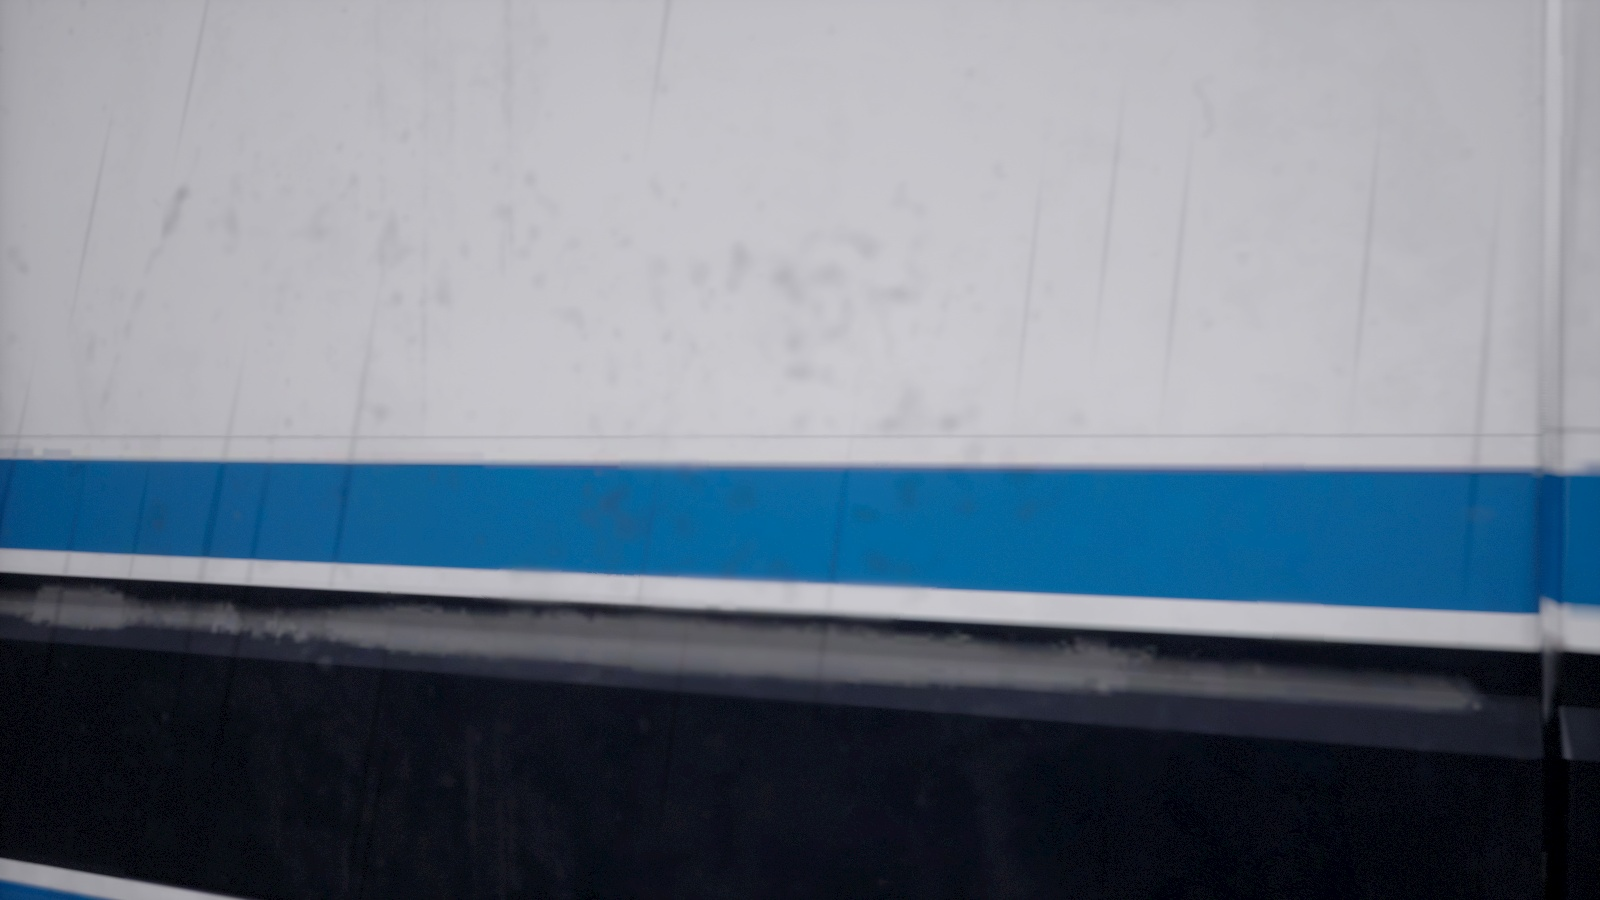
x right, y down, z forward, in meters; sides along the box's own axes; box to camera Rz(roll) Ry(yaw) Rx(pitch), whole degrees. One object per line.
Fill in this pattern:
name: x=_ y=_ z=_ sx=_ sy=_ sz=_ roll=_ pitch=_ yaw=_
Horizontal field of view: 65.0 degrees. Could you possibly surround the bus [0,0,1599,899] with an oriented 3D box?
bus: x=0.516 y=-0.592 z=2.937 sx=10.273 sy=4.253 sz=3.944 roll=1 pitch=1 yaw=21
